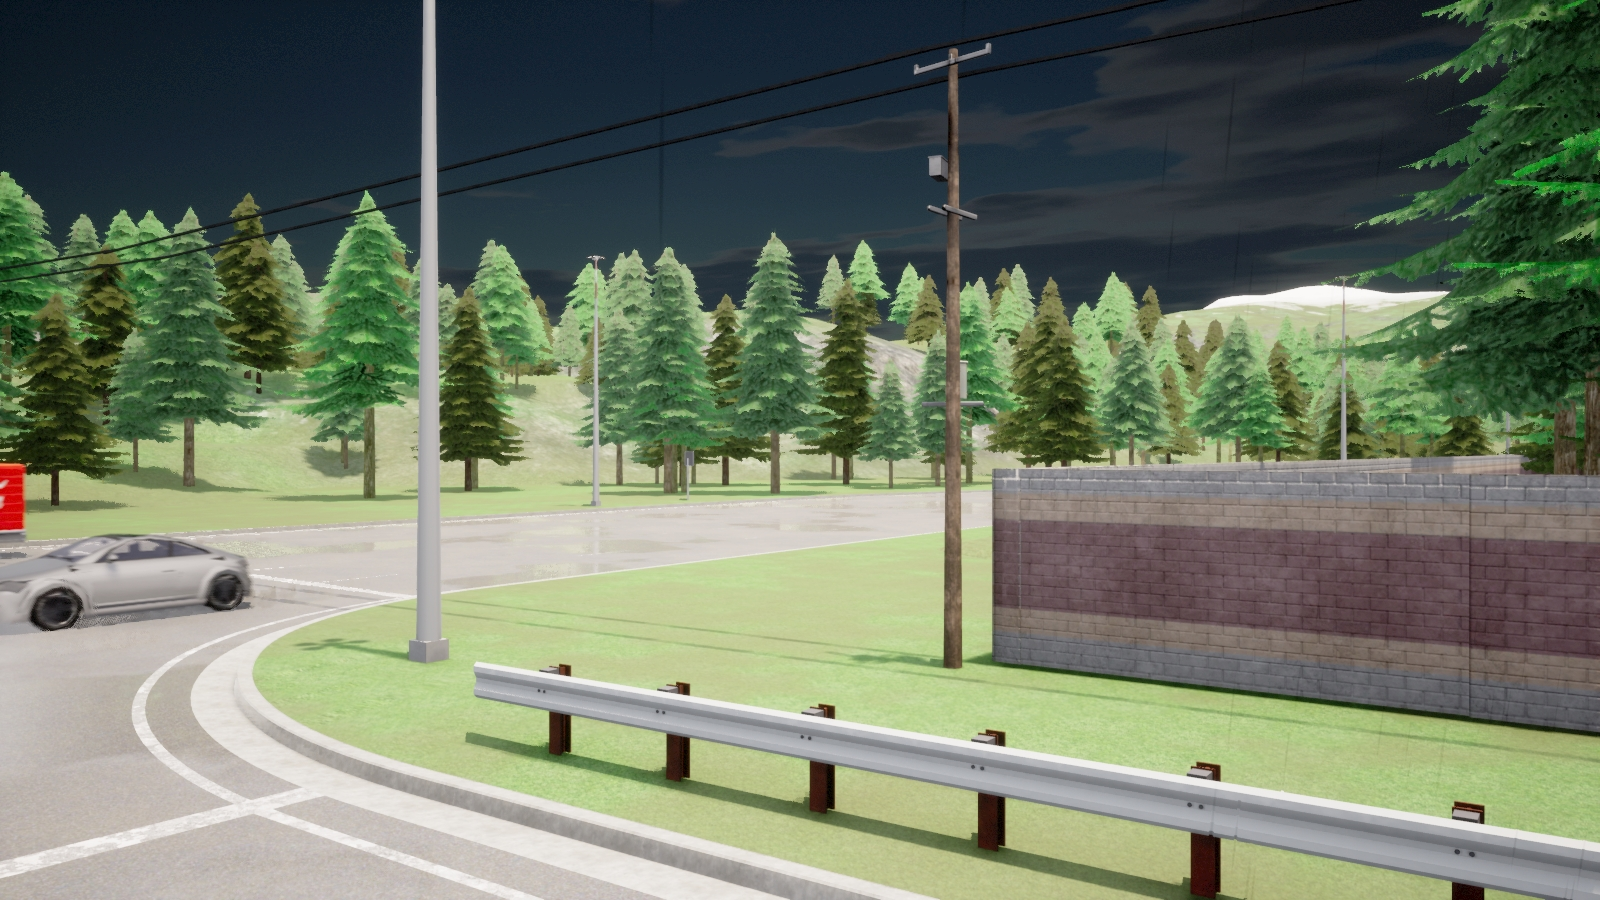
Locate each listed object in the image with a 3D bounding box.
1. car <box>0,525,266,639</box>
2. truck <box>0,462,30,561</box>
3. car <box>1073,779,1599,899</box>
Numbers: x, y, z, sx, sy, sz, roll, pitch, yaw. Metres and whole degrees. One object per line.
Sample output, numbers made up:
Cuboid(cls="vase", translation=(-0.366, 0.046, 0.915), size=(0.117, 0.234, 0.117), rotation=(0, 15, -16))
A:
Cuboid(cls="car", translation=(-11.480, 2.105, 19.115), size=(1.994, 1.385, 4.181), rotation=(0, 0, 35))
Cuboid(cls="truck", translation=(-22.348, 1.548, 27.986), size=(2.627, 2.467, 5.204), rotation=(0, 0, 35))
Cuboid(cls="car", translation=(3.010, 1.982, 1.681), size=(5.238, 1.638, 2.097), rotation=(0, 0, 35))
